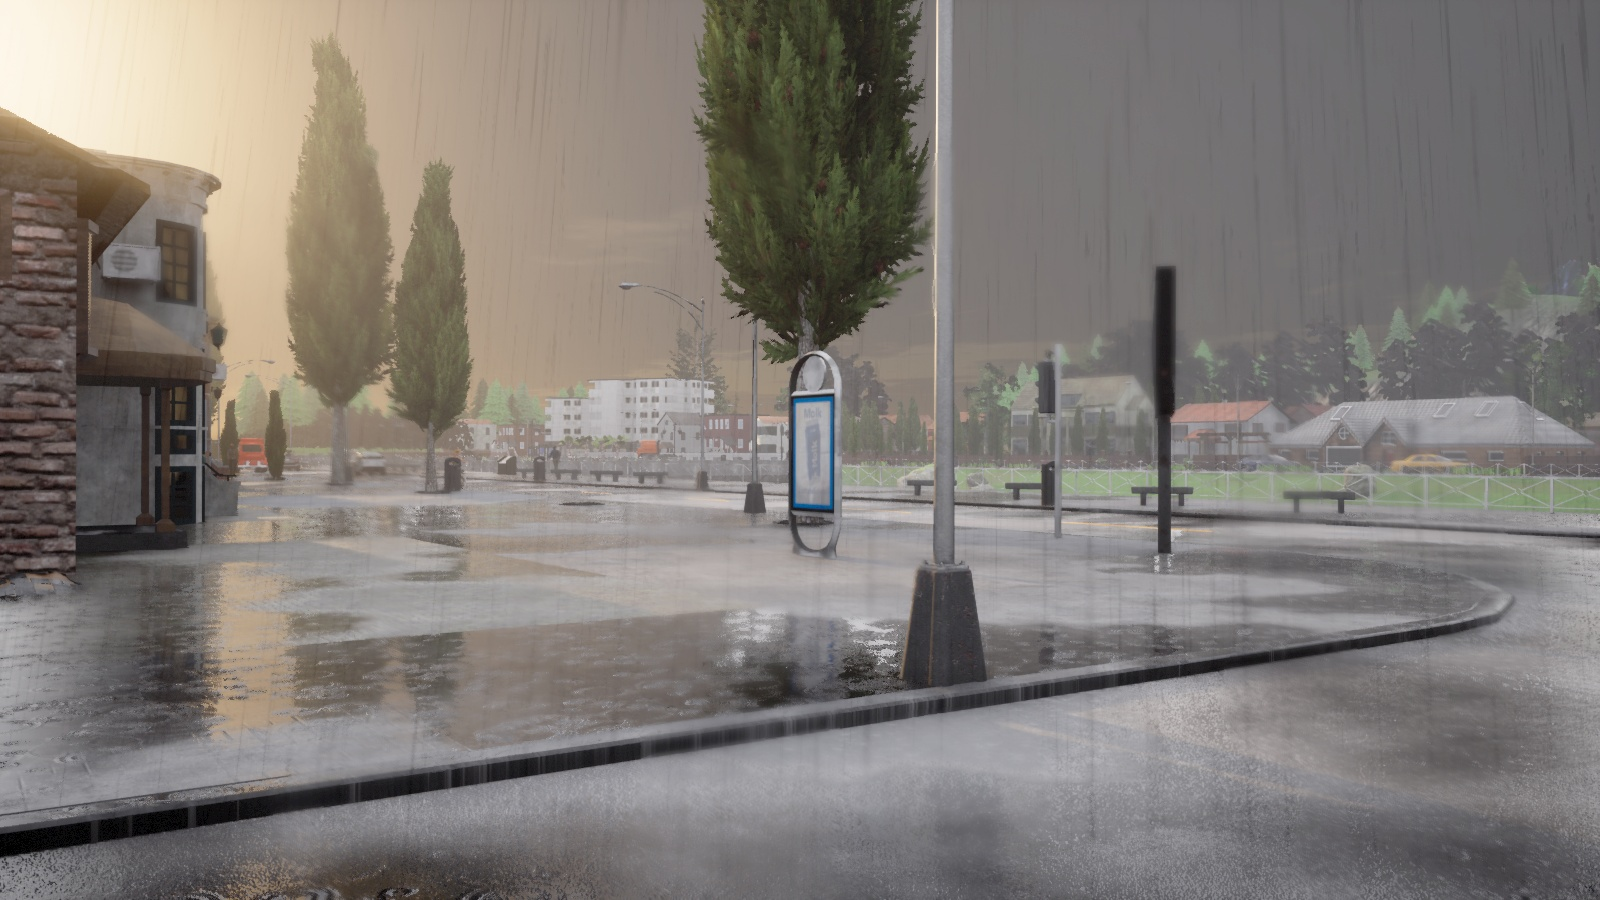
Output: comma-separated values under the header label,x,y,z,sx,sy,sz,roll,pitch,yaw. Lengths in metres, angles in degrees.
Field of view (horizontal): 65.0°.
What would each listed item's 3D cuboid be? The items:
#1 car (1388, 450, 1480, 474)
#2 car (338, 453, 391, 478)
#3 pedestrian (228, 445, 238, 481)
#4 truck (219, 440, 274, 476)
label,x,y,z,sx,sy,sz,roll,pitch,yaw
car,43.008,0.801,85.354,1.801,1.575,5.366,0,0,-34
car,-27.365,0.943,78.887,2.007,1.525,4.514,0,0,-34
pedestrian,-29.173,0.675,64.609,0.331,1.846,0.634,0,0,-36
truck,-39.365,0.560,89.286,2.627,2.467,5.204,0,0,-34
